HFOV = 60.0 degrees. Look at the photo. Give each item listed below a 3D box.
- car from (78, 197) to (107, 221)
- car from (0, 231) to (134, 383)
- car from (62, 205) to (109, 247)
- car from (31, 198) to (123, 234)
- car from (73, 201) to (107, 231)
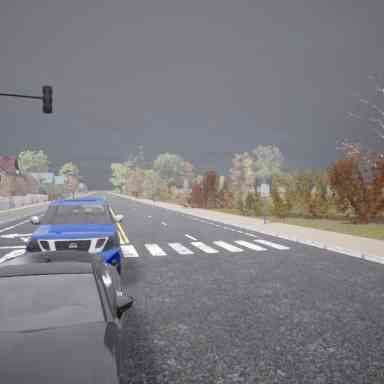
[{"bbox_3d":[-8.146,1.338,27.544,2.097,1.767,4.553,0,0,-15],"label":"car"},{"bbox_3d":[-1.718,1.524,3.905,1.812,1.442,4.674,0,0,-13],"label":"car"},{"bbox_3d":[-5.016,1.498,16.065,1.837,1.490,4.892,0,0,-15],"label":"car"},{"bbox_3d":[-3.358,1.218,9.994,2.150,2.045,5.566,0,0,-15],"label":"car"},{"bbox_3d":[-6.585,1.468,21.811,1.882,1.535,5.008,0,0,-15],"label":"car"}]
